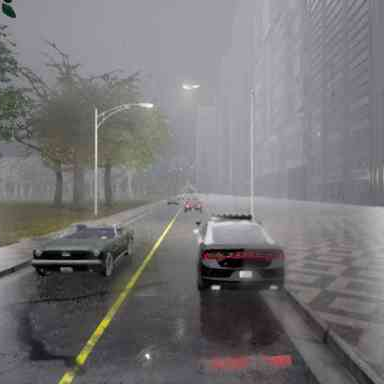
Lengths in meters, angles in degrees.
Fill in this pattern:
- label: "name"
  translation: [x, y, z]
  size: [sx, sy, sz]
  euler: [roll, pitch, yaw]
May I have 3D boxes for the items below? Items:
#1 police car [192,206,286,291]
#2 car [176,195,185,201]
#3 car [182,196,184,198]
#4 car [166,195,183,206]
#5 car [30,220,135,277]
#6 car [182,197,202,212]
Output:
- label: "police car"
  translation: [1.063, 1.419, 9.136]
  size: [1.930, 1.638, 5.238]
  euler: [0, 0, 0]
- label: "car"
  translation: [-2.853, 1.474, 82.808]
  size: [1.895, 1.301, 4.718]
  euler: [0, 0, 0]
- label: "car"
  translation: [0.114, 1.407, 47.973]
  size: [2.128, 1.511, 4.902]
  euler: [0, 0, 1]
- label: "car"
  translation: [-2.995, 1.452, 52.960]
  size: [2.033, 1.411, 5.357]
  euler: [0, 0, 0]
- label: "car"
  translation: [-3.084, 1.594, 10.374]
  size: [1.895, 1.301, 4.718]
  euler: [0, 0, 0]
- label: "car"
  translation: [0.144, 1.543, 37.335]
  size: [1.895, 1.301, 4.718]
  euler: [0, 0, 0]
